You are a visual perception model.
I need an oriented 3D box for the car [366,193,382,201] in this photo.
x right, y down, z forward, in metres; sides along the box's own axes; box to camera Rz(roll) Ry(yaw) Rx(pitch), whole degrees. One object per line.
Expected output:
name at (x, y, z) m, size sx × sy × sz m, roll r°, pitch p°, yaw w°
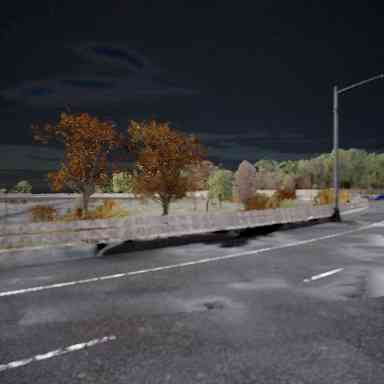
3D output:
car at (42.885, 1.472, 80.376) m, size 2.033 × 1.411 × 5.357 m, roll 0°, pitch 0°, yaw 4°

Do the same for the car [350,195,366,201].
car at (39.402, 1.459, 80.725) m, size 2.128 × 1.511 × 4.902 m, roll 0°, pitch 0°, yaw 4°

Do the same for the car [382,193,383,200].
car at (46.375, 1.171, 79.532) m, size 2.150 × 2.045 × 5.566 m, roll 0°, pitch 0°, yaw 4°
